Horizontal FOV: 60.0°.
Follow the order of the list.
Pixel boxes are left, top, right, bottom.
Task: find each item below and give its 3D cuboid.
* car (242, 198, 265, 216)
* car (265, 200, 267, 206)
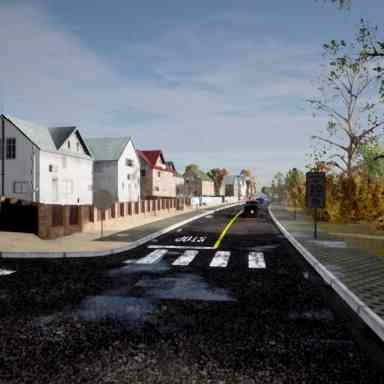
[{"bbox_3d":[6.037,1.577,32.965,1.837,1.490,4.892,0,0,11],"label":"car"},{"bbox_3d":[12.615,1.786,61.040,1.812,1.442,4.674,0,-1,15],"label":"car"}]
